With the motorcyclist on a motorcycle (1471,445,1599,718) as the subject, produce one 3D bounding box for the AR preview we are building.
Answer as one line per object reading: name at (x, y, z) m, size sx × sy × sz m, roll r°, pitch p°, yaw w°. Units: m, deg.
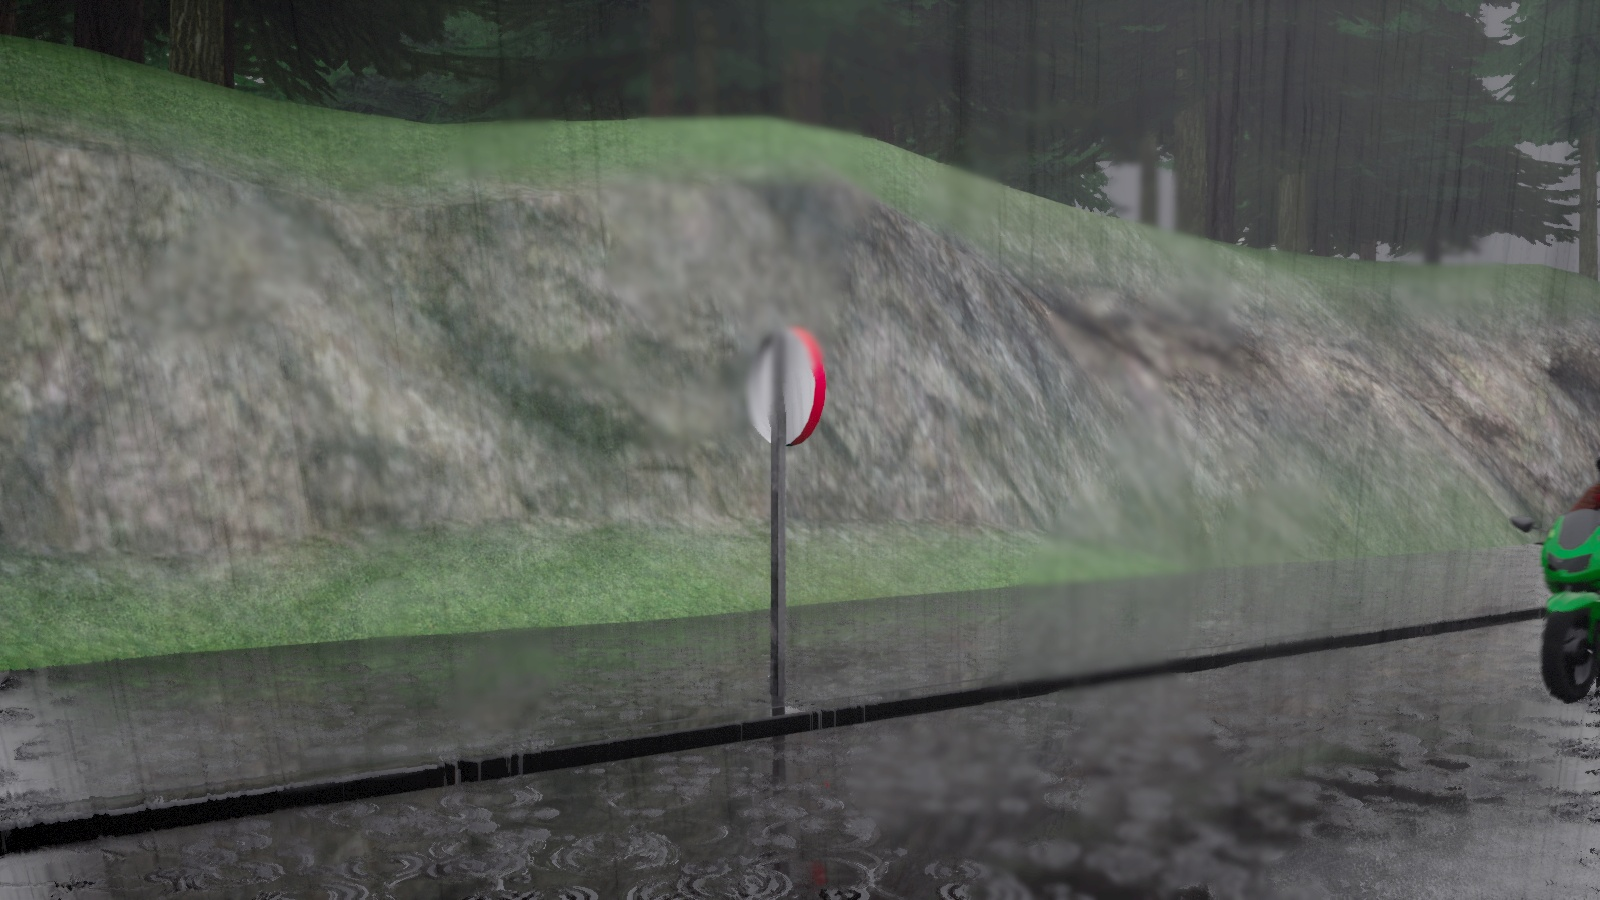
motorcyclist on a motorcycle at (5.138, 0.735, 7.857) m, size 2.044 × 1.523 × 0.797 m, roll 0°, pitch 0°, yaw -34°
